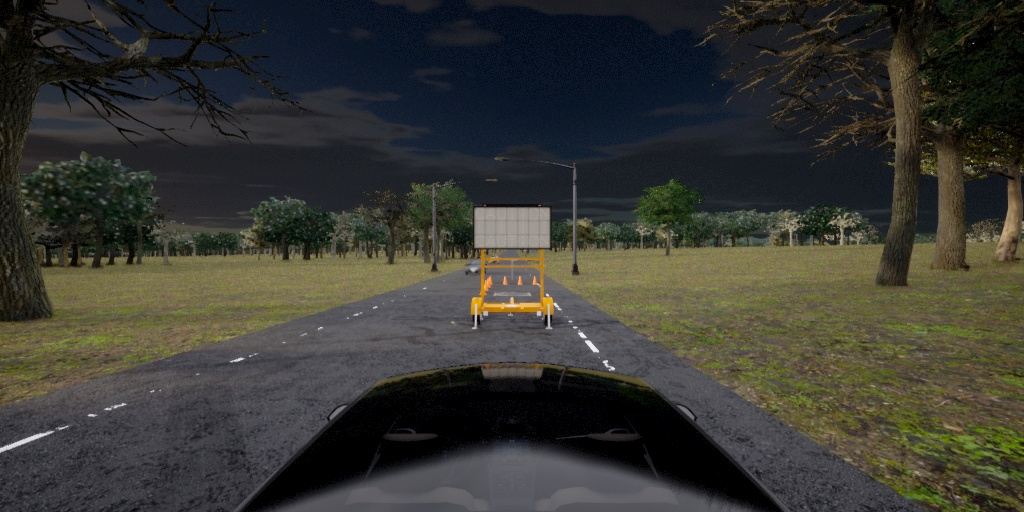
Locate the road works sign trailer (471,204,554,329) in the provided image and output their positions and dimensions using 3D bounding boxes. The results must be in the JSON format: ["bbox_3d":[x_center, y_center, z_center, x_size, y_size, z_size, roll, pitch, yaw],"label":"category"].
[{"bbox_3d":[0.011,0.197,11.145,2.380,3.560,2.880,0,0,0],"label":"road works sign trailer"}]

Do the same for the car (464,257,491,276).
[{"bbox_3d":[-3.560,1.105,35.647,2.128,1.511,4.902,0,0,0],"label":"car"}]
